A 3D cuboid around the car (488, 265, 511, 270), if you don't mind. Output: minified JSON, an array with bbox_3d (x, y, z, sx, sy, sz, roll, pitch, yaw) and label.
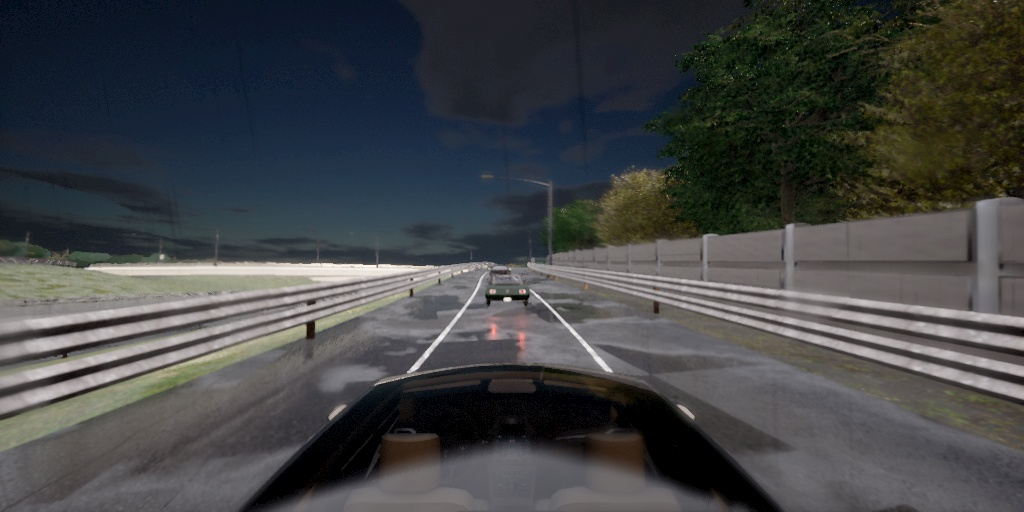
[{"bbox_3d":[-1.090,1.532,32.210,1.882,1.535,5.008,0,0,-4],"label":"car"}]

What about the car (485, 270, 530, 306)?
[{"bbox_3d":[-0.254,1.502,16.799,1.895,1.301,4.718,0,-1,-2],"label":"car"}]
